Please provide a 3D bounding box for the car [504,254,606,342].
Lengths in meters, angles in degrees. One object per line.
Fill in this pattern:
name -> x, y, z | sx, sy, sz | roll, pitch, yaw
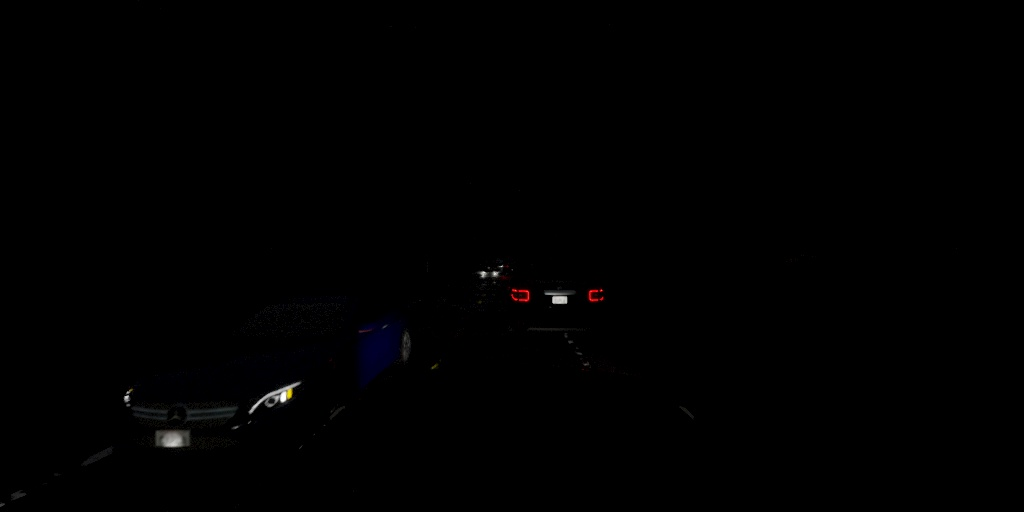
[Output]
car -> 0.955, 0.975, 9.873 | 2.150, 2.045, 5.566 | 0, 0, 0

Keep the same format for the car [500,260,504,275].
car -> 0.029, 1.223, 38.261 | 1.882, 1.535, 5.008 | 0, 0, 0

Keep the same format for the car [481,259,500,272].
car -> -2.904, 1.247, 46.864 | 1.837, 1.490, 4.892 | 0, 0, 0

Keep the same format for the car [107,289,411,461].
car -> -2.853, 1.276, 5.344 | 1.812, 1.442, 4.674 | 0, 0, 0
